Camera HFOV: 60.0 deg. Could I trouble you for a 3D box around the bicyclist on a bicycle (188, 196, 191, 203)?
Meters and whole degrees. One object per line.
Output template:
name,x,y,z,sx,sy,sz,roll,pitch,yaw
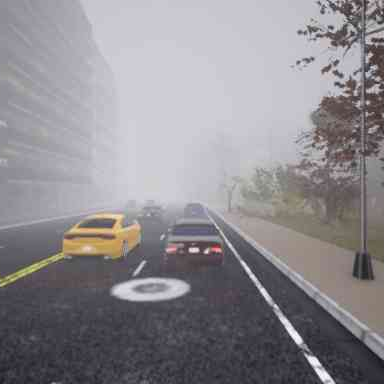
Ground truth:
bicyclist on a bicycle,-0.700,2.032,91.875,0.659,1.776,1.843,0,0,-4

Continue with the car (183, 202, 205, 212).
car,0.201,1.707,31.715,1.882,1.535,5.008,0,0,1

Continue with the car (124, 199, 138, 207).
car,-9.773,1.901,54.080,1.837,1.490,4.892,0,-1,-1

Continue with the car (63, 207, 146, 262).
car,-3.150,1.566,12.557,1.882,1.535,5.008,0,0,1

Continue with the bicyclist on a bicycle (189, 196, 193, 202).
bicyclist on a bicycle,-0.117,2.053,82.823,0.582,1.620,1.656,0,-1,-3

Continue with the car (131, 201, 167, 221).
car,-3.104,1.737,26.480,2.033,1.411,5.357,0,0,1

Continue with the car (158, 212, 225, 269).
car,0.086,1.629,11.472,2.033,1.411,5.357,0,0,1

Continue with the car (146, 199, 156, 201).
car,-6.510,1.885,52.377,1.837,1.490,4.892,0,0,-1
